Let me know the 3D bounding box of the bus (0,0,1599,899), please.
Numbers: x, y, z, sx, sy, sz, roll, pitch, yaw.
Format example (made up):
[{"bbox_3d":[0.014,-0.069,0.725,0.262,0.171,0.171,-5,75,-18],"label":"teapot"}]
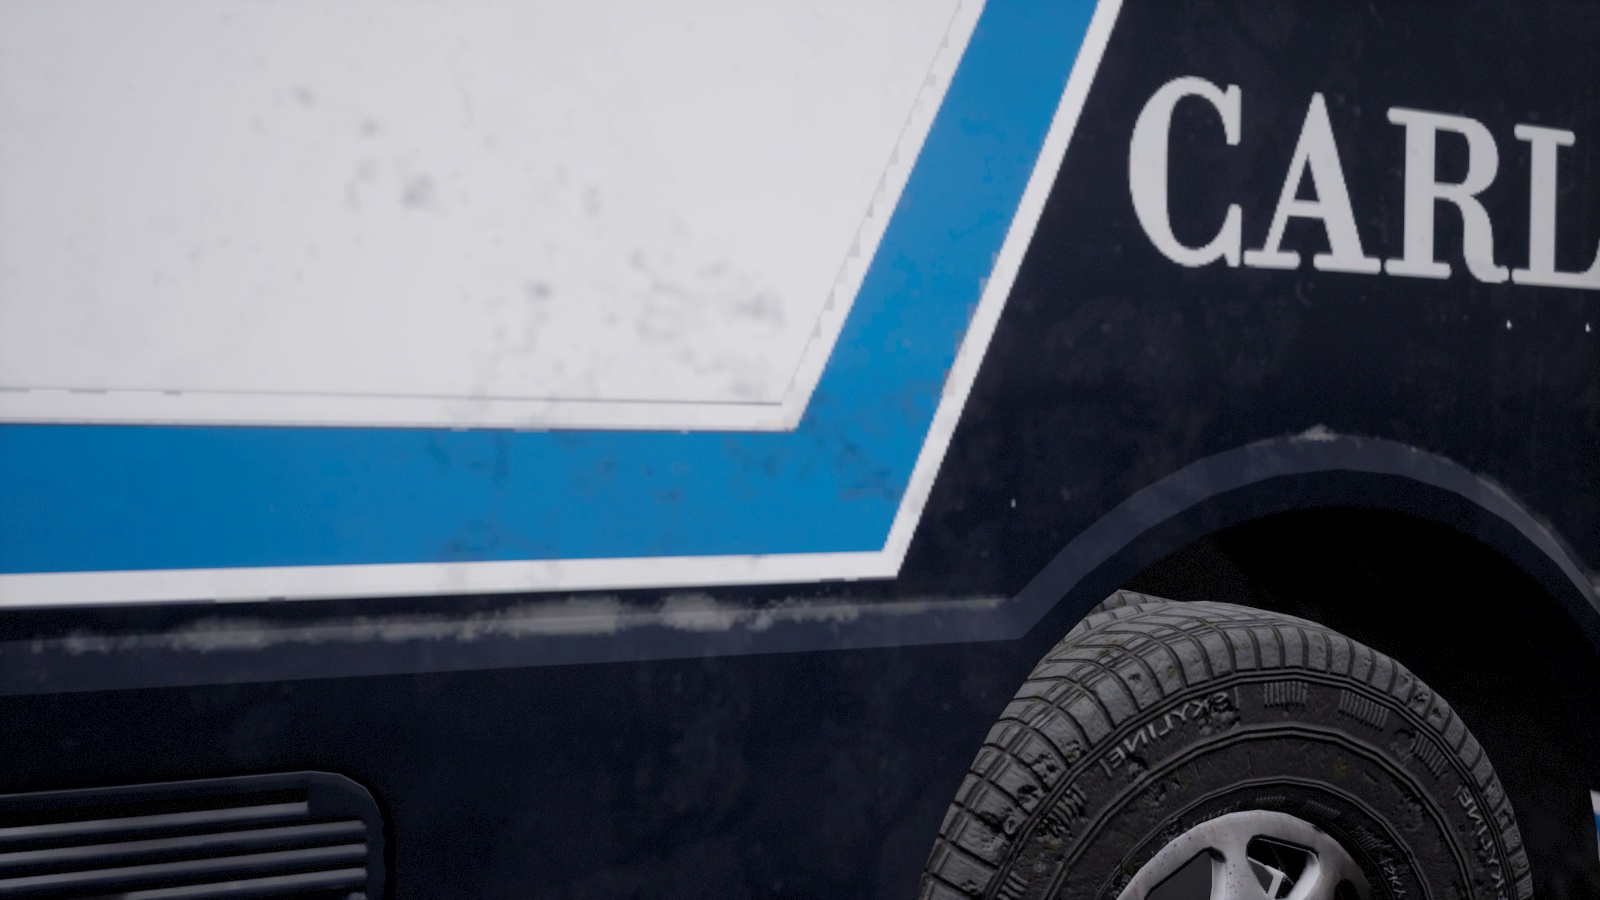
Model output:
[{"bbox_3d":[-2.254,-0.593,2.367,10.273,4.253,3.944,-1,1,-21],"label":"bus"}]
